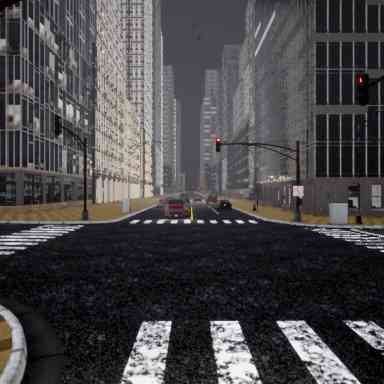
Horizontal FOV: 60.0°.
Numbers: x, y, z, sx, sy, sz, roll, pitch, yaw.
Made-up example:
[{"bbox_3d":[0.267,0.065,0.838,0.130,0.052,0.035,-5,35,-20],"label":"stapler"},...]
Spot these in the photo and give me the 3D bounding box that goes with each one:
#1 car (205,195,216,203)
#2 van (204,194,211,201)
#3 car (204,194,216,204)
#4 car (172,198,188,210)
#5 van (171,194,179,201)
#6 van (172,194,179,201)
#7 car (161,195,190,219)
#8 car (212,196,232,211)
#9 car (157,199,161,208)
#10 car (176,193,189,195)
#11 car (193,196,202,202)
[{"bbox_3d":[3.785,1.432,69.423,1.967,1.590,4.097,0,0,0],"label":"car"},{"bbox_3d":[3.742,1.321,80.478,1.690,1.788,3.998,0,0,0],"label":"van"},{"bbox_3d":[3.807,1.313,63.894,2.192,1.841,5.009,0,0,0],"label":"car"},{"bbox_3d":[-1.533,1.559,44.543,2.033,1.411,5.357,0,0,0],"label":"car"},{"bbox_3d":[-4.138,1.321,80.447,1.690,1.788,3.998,0,0,0],"label":"van"},{"bbox_3d":[-4.159,1.315,85.975,1.690,1.788,3.998,0,0,0],"label":"van"},{"bbox_3d":[-1.381,1.370,29.619,2.097,1.767,4.553,0,0,-2],"label":"car"},{"bbox_3d":[3.941,1.579,41.786,1.947,1.339,4.313,0,0,0],"label":"car"},{"bbox_3d":[-4.010,1.592,47.281,1.802,1.307,4.206,0,0,0],"label":"car"},{"bbox_3d":[-1.527,1.219,66.814,2.150,2.045,5.566,0,0,0],"label":"car"},{"bbox_3d":[1.218,1.529,72.899,2.033,1.411,5.357,0,0,0],"label":"car"}]
